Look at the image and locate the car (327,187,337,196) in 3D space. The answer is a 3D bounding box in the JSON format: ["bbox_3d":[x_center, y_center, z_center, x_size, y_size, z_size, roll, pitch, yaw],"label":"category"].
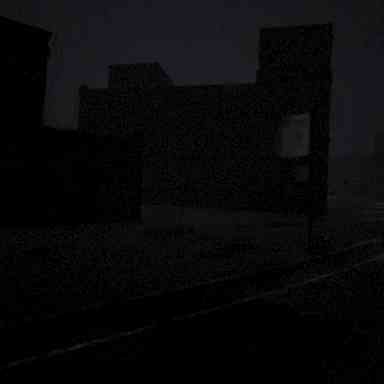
[{"bbox_3d":[22.695,-0.191,56.713,1.812,1.442,4.674,3,3,-11],"label":"car"}]
